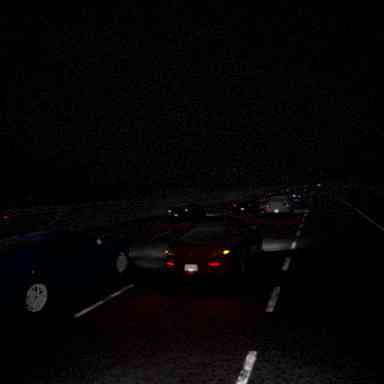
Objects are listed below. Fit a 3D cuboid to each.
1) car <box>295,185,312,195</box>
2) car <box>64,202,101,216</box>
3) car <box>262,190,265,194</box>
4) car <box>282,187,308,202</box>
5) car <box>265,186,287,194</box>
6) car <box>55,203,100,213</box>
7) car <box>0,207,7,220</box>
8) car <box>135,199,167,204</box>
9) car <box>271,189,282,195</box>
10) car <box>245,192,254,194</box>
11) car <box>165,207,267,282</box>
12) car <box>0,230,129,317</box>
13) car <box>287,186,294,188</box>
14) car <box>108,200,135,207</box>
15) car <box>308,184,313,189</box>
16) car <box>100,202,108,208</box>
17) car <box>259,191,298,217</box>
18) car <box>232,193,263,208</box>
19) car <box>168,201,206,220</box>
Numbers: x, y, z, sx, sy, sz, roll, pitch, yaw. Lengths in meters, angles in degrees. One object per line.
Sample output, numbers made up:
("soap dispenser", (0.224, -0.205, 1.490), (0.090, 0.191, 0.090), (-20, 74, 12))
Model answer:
("car", (22.046, -0.130, 65.836), (2.128, 1.511, 4.902), (-4, 0, 21))
("car", (-15.173, 2.313, 46.394), (2.128, 1.511, 4.902), (-4, 0, 21))
("car", (15.517, 0.328, 68.322), (2.128, 1.511, 4.902), (-4, 0, 21))
("car", (13.156, 0.514, 42.268), (2.033, 1.411, 5.357), (-4, 0, 21))
("car", (13.349, 0.291, 52.709), (2.097, 1.767, 4.553), (-4, 0, 21))
("car", (-10.597, 2.055, 28.986), (1.882, 1.535, 5.008), (-4, 0, 21))
("car", (-16.218, 2.195, 24.074), (2.150, 2.045, 5.566), (-4, 0, 21))
("car", (-4.918, 1.329, 43.910), (2.128, 1.511, 4.902), (-4, 0, 21))
("car", (21.198, -0.002, 83.367), (1.994, 1.385, 4.181), (-4, 0, 21))
("car", (8.844, 0.762, 50.635), (1.812, 1.442, 4.674), (-4, 0, 21))
("car", (0.780, 1.431, 9.457), (1.812, 1.442, 4.674), (-4, 0, 21))
("car", (-3.436, 1.669, 8.183), (1.882, 1.535, 5.008), (-4, 0, 21))
("car", (18.779, -0.189, 67.122), (2.150, 2.045, 5.566), (-4, 0, 21))
("car", (-8.544, 1.898, 44.168), (1.837, 1.490, 4.892), (-4, 0, 21))
("car", (28.437, -0.471, 82.761), (1.994, 1.385, 4.181), (-4, 0, 21))
("car", (-11.757, 2.145, 45.537), (2.033, 1.411, 5.357), (-4, 0, 21))
("car", (6.491, 0.986, 24.601), (1.812, 1.442, 4.674), (-4, 0, 21))
("car", (5.138, 1.126, 30.900), (1.895, 1.301, 4.718), (-4, 0, 21))
("car", (-0.360, 1.434, 26.236), (1.812, 1.442, 4.674), (-4, 0, 21))
